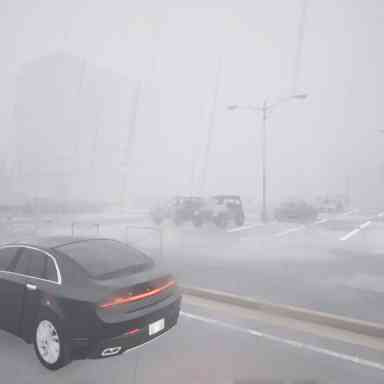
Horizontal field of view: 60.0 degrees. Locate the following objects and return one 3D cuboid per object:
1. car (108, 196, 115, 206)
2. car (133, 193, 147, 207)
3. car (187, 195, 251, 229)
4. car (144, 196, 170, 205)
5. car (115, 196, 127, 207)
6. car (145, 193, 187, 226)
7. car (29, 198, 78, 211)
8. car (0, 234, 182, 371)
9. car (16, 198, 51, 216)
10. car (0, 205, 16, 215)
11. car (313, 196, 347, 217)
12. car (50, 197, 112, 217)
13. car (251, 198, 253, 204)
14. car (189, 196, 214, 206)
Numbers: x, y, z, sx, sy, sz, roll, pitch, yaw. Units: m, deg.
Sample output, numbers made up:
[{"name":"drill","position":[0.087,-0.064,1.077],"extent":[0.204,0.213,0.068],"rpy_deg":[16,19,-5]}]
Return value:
[{"name":"car","position":[-12.470,1.526,42.149],"extent":[1.812,1.442,4.674],"rpy_deg":[0,0,34]},{"name":"car","position":[-6.584,1.221,50.860],"extent":[2.150,2.045,5.566],"rpy_deg":[0,0,34]},{"name":"car","position":[1.732,1.156,20.212],"extent":[1.905,1.878,3.866],"rpy_deg":[0,0,34]},{"name":"car","position":[-6.028,1.526,57.920],"extent":[1.812,1.442,4.674],"rpy_deg":[0,0,35]},{"name":"car","position":[-11.807,1.352,49.410],"extent":[2.097,1.767,4.553],"rpy_deg":[0,0,34]},{"name":"car","position":[-0.632,1.153,21.882],"extent":[1.932,1.855,4.605],"rpy_deg":[0,0,34]},{"name":"car","position":[-17.144,1.547,41.492],"extent":[2.033,1.411,5.357],"rpy_deg":[0,0,34]},{"name":"car","position":[-2.429,1.505,5.733],"extent":[4.892,1.490,1.837],"rpy_deg":[0,0,36]},{"name":"car","position":[-14.281,1.352,32.834],"extent":[2.097,1.767,4.553],"rpy_deg":[0,0,34]},{"name":"car","position":[-17.472,1.601,34.738],"extent":[1.895,1.301,4.718],"rpy_deg":[0,0,34]},{"name":"car","position":[13.779,1.395,33.146],"extent":[1.970,1.475,3.806],"rpy_deg":[0,0,34]},{"name":"car","position":[-10.579,1.491,32.072],"extent":[2.128,1.511,4.902],"rpy_deg":[0,0,34]},{"name":"car","position":[9.870,1.505,62.456],"extent":[1.837,1.490,4.892],"rpy_deg":[0,0,34]},{"name":"car","position":[1.742,1.478,56.652],"extent":[1.882,1.535,5.008],"rpy_deg":[0,0,34]}]
